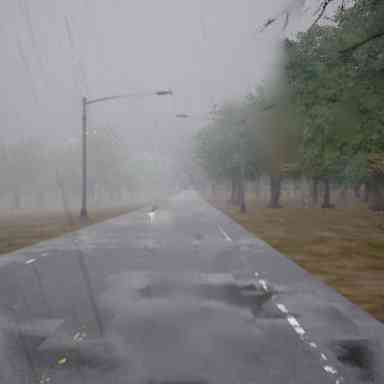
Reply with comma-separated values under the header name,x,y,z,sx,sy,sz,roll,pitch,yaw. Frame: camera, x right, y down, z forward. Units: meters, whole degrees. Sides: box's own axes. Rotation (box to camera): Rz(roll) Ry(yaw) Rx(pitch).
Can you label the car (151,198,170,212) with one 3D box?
name,x,y,z,sx,sy,sz,roll,pitch,yaw
car,-3.588,1.498,38.550,1.837,1.490,4.892,0,0,0
